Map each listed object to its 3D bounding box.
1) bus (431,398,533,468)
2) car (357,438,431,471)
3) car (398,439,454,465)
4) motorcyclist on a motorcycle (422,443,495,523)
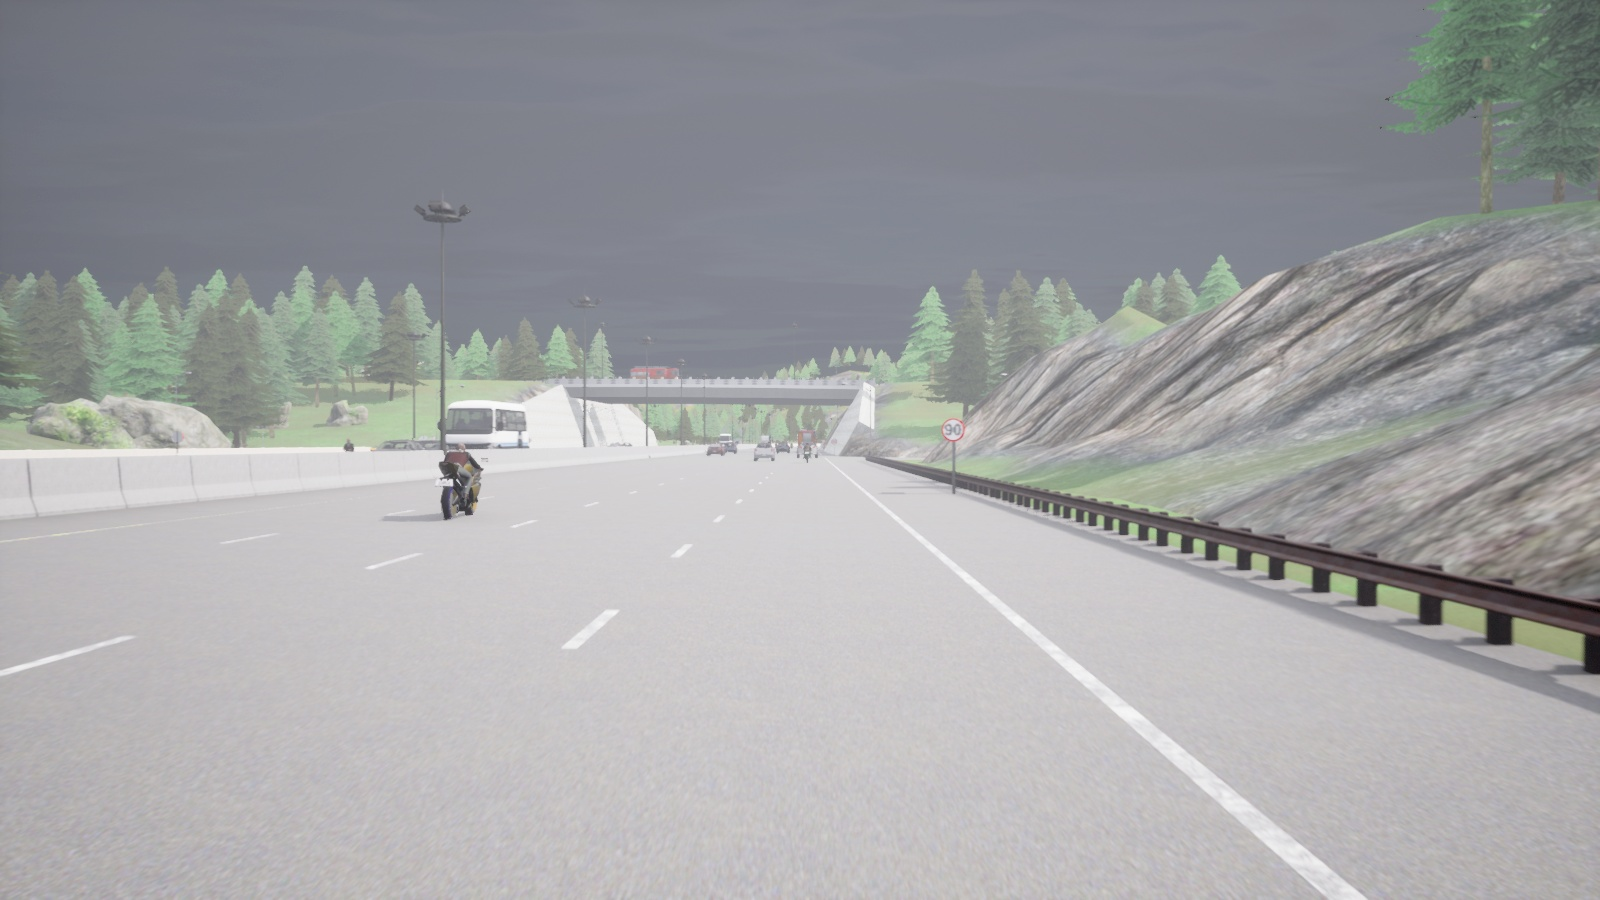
[{"bbox_3d":[-20.518,-1.108,81.846,3.944,4.253,10.273,0,1,0],"label":"bus"},{"bbox_3d":[-20.621,0.215,64.014,2.242,1.667,4.611,0,0,0],"label":"car"},{"bbox_3d":[-24.025,0.117,80.795,2.242,1.667,4.611,0,0,0],"label":"car"},{"bbox_3d":[-6.841,0.634,25.262,0.866,1.530,2.191,0,0,0],"label":"motorcyclist on a motorcycle"}]
